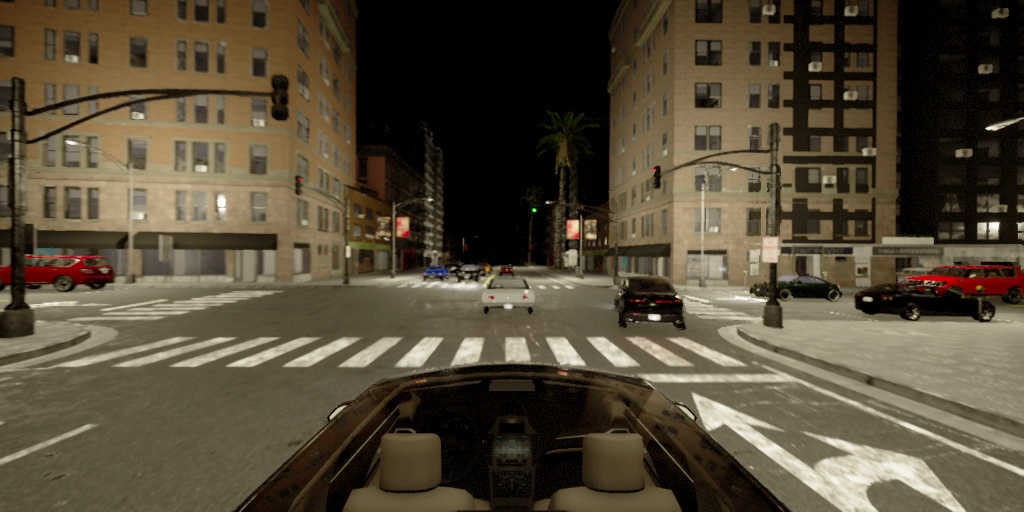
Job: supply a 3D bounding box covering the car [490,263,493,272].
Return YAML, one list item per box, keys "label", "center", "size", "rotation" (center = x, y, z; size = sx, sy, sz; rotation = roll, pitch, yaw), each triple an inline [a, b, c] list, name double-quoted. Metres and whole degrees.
- label: "car"
  center: [-4.143, 1.800, 52.440]
  size: [1.882, 1.535, 5.008]
  rotation: [0, -1, -1]

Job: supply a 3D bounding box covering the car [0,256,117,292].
- label: "car"
  center: [-24.219, 0.902, 18.854]
  size: [5.009, 1.841, 2.192]
  rotation: [0, 0, -10]

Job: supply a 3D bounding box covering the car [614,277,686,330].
- label: "car"
  center: [4.473, 1.424, 11.968]
  size: [1.837, 1.490, 4.892]
  rotation: [0, -1, 16]

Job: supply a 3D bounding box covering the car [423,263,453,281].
- label: "car"
  center: [-7.171, 1.623, 34.449]
  size: [1.812, 1.442, 4.674]
  rotation: [0, -1, 0]

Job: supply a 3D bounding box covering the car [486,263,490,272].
- label: "car"
  center: [-4.050, 1.763, 42.937]
  size: [2.033, 1.411, 5.357]
  rotation: [0, -1, -1]

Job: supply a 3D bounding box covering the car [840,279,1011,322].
- label: "car"
  center: [15.968, 1.757, 14.038]
  size: [4.313, 1.339, 1.948]
  rotation: [0, 0, -1]

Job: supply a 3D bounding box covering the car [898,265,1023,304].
- label: "car"
  center: [25.225, 1.528, 20.100]
  size: [5.566, 2.045, 2.150]
  rotation: [1, 0, -1]

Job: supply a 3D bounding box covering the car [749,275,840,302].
- label: "car"
  center: [15.720, 1.739, 19.992]
  size: [4.181, 1.385, 1.994]
  rotation: [1, 0, -1]

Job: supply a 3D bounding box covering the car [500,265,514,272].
- label: "car"
  center: [-0.703, 1.831, 47.176]
  size: [2.033, 1.411, 5.357]
  rotation: [0, -1, -1]

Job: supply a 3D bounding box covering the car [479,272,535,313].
- label: "car"
  center: [-0.161, 1.516, 14.876]
  size: [1.895, 1.301, 4.718]
  rotation: [0, -1, -1]

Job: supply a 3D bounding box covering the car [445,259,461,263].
- label: "car"
  center: [-7.313, 1.432, 44.158]
  size: [2.150, 2.045, 5.566]
  rotation: [0, -1, -1]

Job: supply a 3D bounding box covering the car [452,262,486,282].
- label: "car"
  center: [-3.909, 1.593, 33.196]
  size: [2.128, 1.511, 4.902]
  rotation: [0, -1, -1]
